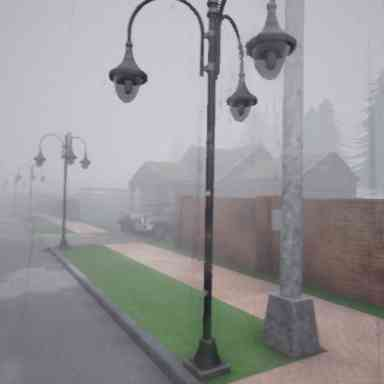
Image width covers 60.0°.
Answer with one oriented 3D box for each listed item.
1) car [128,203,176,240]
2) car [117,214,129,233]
[{"bbox_3d":[-0.793,1.568,18.171,4.605,1.855,1.932,2,-1,-31],"label":"car"},{"bbox_3d":[-2.408,1.581,20.136,3.866,1.878,1.905,2,-1,-31],"label":"car"}]
